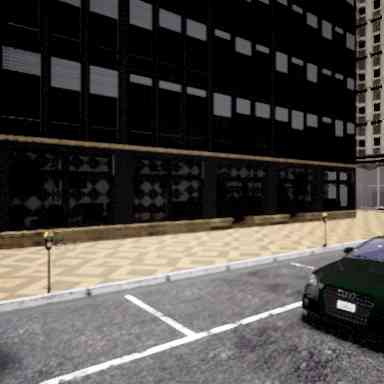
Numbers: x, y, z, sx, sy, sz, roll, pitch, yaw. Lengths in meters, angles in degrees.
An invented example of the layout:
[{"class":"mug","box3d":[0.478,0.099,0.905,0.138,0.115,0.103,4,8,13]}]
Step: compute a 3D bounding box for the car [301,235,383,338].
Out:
[{"class":"car","box3d":[3.965,1.544,6.201,4.181,1.385,1.994,0,0,-35]}]
